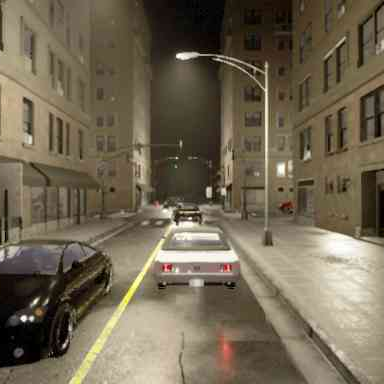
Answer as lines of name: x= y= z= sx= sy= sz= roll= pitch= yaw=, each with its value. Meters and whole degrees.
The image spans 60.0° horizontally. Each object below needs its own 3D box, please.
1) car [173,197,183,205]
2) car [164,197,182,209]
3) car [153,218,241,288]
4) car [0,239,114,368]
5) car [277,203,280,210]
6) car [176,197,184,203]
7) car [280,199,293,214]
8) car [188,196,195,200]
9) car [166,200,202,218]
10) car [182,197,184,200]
car: x=-2.804 y=1.737 z=66.546 sx=1.837 sy=1.490 sz=4.892 roll=0 pitch=0 yaw=1
car: x=-2.870 y=1.510 z=47.868 sx=2.097 sy=1.767 sz=4.553 roll=0 pitch=0 yaw=0
car: x=0.098 y=1.625 z=9.218 sx=1.895 sy=1.301 sz=4.718 roll=0 pitch=0 yaw=0
car: x=-2.754 y=1.579 z=5.884 sx=1.994 sy=1.385 sz=4.181 roll=0 pitch=0 yaw=0
car: x=12.247 y=1.440 z=37.436 sx=5.009 sy=1.841 sz=2.192 roll=0 pitch=0 yaw=0
car: x=-2.791 y=1.795 z=76.835 sx=1.812 sy=1.442 sz=4.674 roll=0 pitch=0 yaw=0
car: x=12.217 y=1.613 z=34.898 sx=4.892 sy=1.490 sz=1.837 roll=0 pitch=0 yaw=0
car: x=-0.049 y=1.857 z=89.546 sx=2.128 sy=1.511 sz=4.902 roll=0 pitch=0 yaw=0
car: x=-0.470 y=1.562 z=24.397 sx=2.128 sy=1.511 sz=4.902 roll=0 pitch=0 yaw=-8
car: x=-2.861 y=1.685 z=57.078 sx=2.128 sy=1.511 sz=4.902 roll=0 pitch=0 yaw=0
